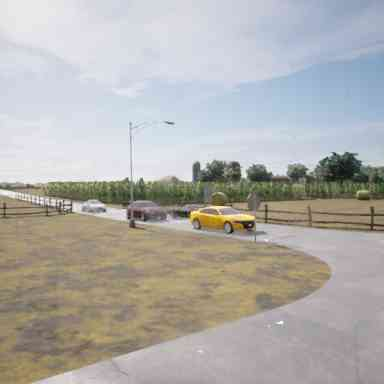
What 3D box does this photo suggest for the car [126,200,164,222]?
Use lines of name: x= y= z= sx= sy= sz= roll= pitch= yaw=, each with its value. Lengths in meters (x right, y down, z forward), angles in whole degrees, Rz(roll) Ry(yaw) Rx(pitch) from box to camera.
car: x=-4.068 y=1.579 z=29.328 sx=2.097 sy=1.767 sz=4.553 roll=-1 pitch=1 yaw=-35

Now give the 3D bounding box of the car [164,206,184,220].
car: x=-0.148 y=1.772 z=28.781 sx=1.895 sy=1.301 sz=4.718 roll=-1 pitch=1 yaw=-35

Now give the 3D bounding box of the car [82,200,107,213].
car: x=-11.975 y=1.723 z=40.481 sx=1.812 sy=1.442 sz=4.674 roll=-1 pitch=2 yaw=-35

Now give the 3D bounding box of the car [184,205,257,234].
car: x=1.860 y=1.650 z=20.989 sx=1.882 sy=1.535 sz=5.008 roll=-1 pitch=0 yaw=-35
